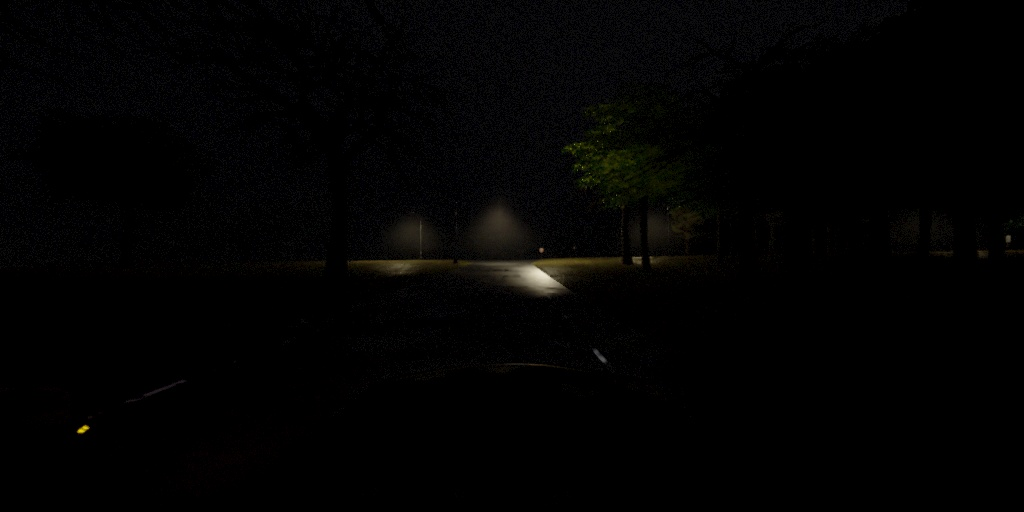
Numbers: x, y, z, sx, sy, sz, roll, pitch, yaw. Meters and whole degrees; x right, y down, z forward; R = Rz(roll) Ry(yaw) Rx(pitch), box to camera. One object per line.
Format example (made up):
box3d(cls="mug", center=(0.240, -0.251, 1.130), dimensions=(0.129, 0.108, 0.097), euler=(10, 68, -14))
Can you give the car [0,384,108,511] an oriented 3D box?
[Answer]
box3d(cls="car", center=(-3.597, 1.270, 0.430), dimensions=(1.812, 1.442, 4.674), euler=(0, 0, 0))
